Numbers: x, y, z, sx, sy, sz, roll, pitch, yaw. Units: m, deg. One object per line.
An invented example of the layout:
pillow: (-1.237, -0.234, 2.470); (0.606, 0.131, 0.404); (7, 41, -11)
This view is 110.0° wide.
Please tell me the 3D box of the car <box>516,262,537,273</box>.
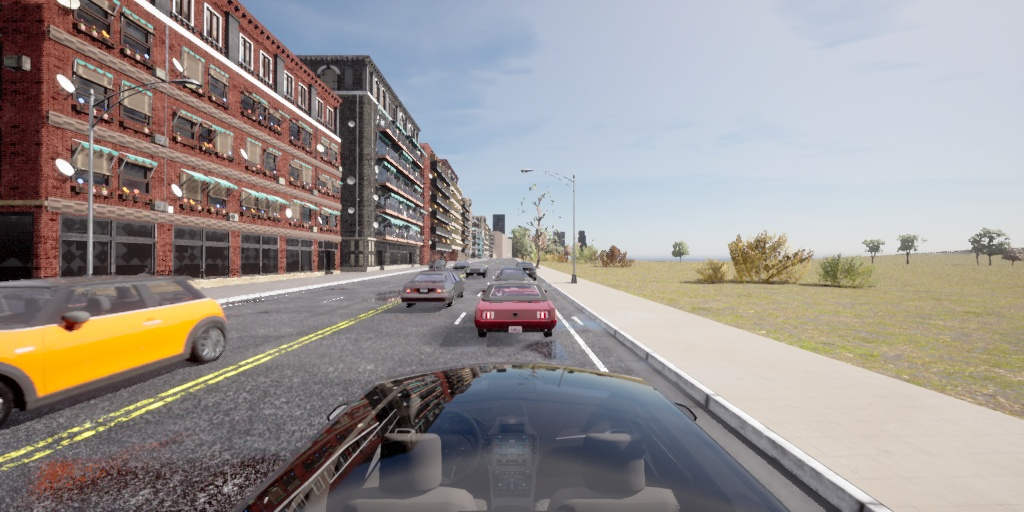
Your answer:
car: (1.044, 1.259, 30.254); (1.837, 1.490, 4.892); (0, 0, 0)

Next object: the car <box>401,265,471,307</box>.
car: (-3.195, 1.299, 15.437); (2.033, 1.411, 5.357); (0, 0, 0)

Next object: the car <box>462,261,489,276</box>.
car: (-3.255, 1.354, 33.925); (1.895, 1.301, 4.718); (0, 0, 0)

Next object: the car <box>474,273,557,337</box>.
car: (0.073, 1.352, 10.229); (1.895, 1.301, 4.718); (0, 0, 0)

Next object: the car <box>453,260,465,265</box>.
car: (-6.753, 1.300, 48.321); (2.033, 1.411, 5.357); (0, 0, 0)

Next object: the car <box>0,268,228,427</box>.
car: (-6.611, 1.102, 5.061); (2.097, 1.767, 4.553); (0, 0, 0)

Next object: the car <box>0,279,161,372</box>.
car: (-9.868, 1.298, 6.364); (2.033, 1.411, 5.357); (0, 0, 0)

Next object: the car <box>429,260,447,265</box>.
car: (-10.000, 1.257, 48.565); (1.837, 1.490, 4.892); (0, 0, 0)

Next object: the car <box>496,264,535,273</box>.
car: (0.031, 1.317, 20.259); (1.994, 1.385, 4.181); (0, 0, 0)
